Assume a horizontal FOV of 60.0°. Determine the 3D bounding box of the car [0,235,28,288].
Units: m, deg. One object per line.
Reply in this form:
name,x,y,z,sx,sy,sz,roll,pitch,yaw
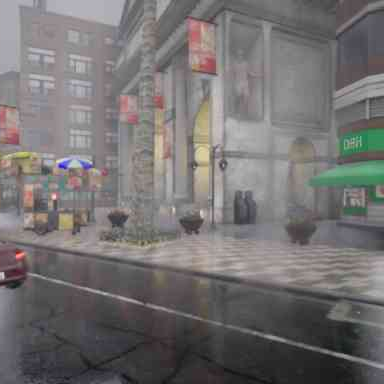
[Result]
car,-5.750,1.525,7.951,4.674,1.442,1.812,0,0,35
